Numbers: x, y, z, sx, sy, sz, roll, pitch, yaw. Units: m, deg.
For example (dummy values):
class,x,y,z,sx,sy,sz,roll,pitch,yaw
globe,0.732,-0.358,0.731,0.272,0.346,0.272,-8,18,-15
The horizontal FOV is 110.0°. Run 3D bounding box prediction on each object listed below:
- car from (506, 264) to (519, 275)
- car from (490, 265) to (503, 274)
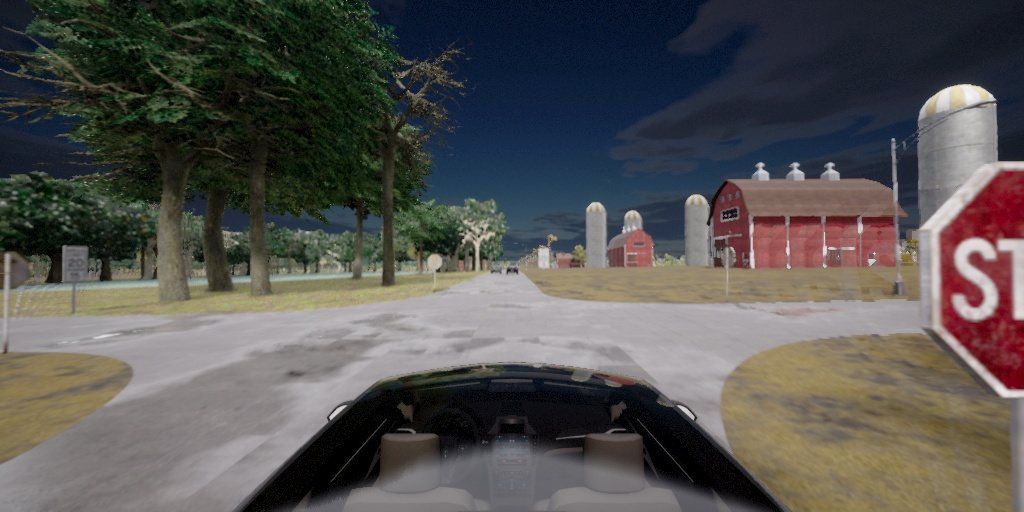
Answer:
class,x,y,z,sx,sy,sz,roll,pitch,yaw
car,0.062,2.162,57.083,1.882,1.535,5.008,0,-1,0
car,-2.683,2.315,62.089,1.837,1.490,4.892,0,-1,0
